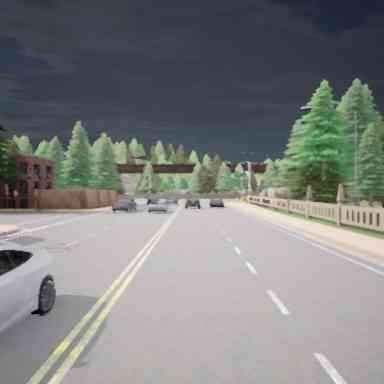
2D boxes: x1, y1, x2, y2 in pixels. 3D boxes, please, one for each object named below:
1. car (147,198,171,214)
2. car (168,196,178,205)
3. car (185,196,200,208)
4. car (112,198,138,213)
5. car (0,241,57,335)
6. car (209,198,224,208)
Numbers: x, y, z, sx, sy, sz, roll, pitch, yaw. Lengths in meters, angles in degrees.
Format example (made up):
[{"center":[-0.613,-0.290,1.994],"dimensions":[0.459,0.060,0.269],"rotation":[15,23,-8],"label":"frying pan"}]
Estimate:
[{"center":[-3.587,1.599,35.639],"dimensions":[1.895,1.301,4.718],"rotation":[0,0,0],"label":"car"},{"center":[-3.497,1.490,59.856],"dimensions":[2.128,1.511,4.902],"rotation":[0,0,0],"label":"car"},{"center":[0.109,1.350,47.699],"dimensions":[2.097,1.767,4.553],"rotation":[0,0,0],"label":"car"},{"center":[-7.469,1.502,37.294],"dimensions":[1.837,1.490,4.892],"rotation":[1,0,6],"label":"car"},{"center":[-3.569,1.525,4.856],"dimensions":[1.812,1.442,4.674],"rotation":[0,0,0],"label":"car"},{"center":[3.610,1.561,49.185],"dimensions":[1.994,1.385,4.181],"rotation":[0,0,0],"label":"car"}]
